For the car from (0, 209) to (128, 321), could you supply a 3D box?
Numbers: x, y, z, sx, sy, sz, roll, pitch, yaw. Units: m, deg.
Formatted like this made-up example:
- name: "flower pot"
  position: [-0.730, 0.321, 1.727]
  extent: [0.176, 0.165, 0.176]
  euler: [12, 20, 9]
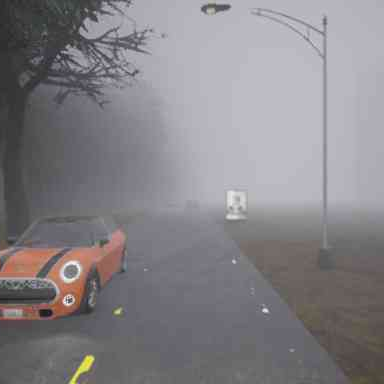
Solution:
- name: "car"
  position: [-2.849, 1.349, 7.551]
  extent: [2.097, 1.767, 4.553]
  euler: [0, 0, 0]

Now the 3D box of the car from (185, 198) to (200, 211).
- name: "car"
  position: [0.081, 1.634, 41.376]
  extent: [2.033, 1.411, 5.357]
  euler: [0, 0, 0]

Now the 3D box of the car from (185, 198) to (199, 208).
- name: "car"
  position: [0.014, 1.699, 52.184]
  extent: [1.994, 1.385, 4.181]
  euler: [0, 0, 0]

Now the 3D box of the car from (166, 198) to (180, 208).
- name: "car"
  position: [-2.818, 1.670, 49.682]
  extent: [2.033, 1.411, 5.357]
  euler: [0, 0, 0]

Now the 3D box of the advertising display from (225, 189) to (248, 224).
- name: "advertising display"
  position: [3.145, 1.046, 23.688]
  extent: [1.540, 2.440, 0.280]
  euler: [1, 0, 0]
